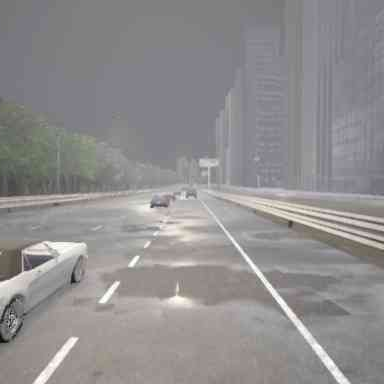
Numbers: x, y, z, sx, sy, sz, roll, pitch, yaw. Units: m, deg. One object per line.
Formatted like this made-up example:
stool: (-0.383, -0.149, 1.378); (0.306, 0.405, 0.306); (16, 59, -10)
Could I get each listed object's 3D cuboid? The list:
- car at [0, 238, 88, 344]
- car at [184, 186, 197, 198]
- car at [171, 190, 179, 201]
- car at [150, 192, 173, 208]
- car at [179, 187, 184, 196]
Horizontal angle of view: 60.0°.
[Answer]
car: (-3.502, 1.513, 6.195); (1.895, 1.301, 4.718); (0, 1, 0)
car: (-0.145, 0.264, 69.579); (2.150, 2.045, 5.566); (0, 0, 0)
car: (-3.661, 0.769, 55.849); (1.812, 1.442, 4.674); (0, 1, 0)
car: (-3.574, 1.053, 37.823); (1.994, 1.385, 4.181); (0, 1, 0)
car: (-3.843, 0.227, 89.745); (1.882, 1.535, 5.008); (0, 1, 0)
